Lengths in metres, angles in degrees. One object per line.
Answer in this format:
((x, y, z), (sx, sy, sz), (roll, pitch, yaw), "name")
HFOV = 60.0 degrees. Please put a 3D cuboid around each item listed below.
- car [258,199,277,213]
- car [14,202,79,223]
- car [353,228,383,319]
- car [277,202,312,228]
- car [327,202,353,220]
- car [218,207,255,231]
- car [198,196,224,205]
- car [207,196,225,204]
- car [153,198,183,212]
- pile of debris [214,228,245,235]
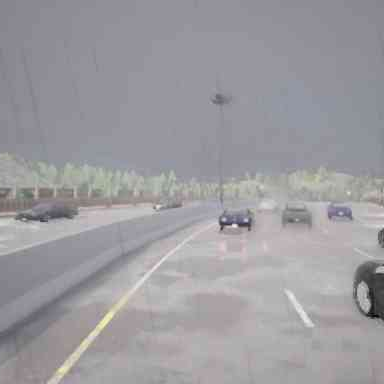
((8.746, 1.540, 37.516), (1.812, 1.442, 4.674), (0, 0, 23), "car")
((-10.649, 1.477, 24.969), (2.033, 1.411, 5.357), (0, 0, 14), "car")
((3.918, 1.521, 4.494), (1.837, 1.490, 4.892), (0, 0, 4), "car")
((7.093, 1.509, 22.714), (2.128, 1.511, 4.902), (0, 0, 15), "car")
((12.776, 1.566, 28.875), (1.812, 1.442, 4.674), (0, 0, 20), "car")
((2.912, 1.598, 20.768), (1.895, 1.301, 4.718), (0, 0, 13), "car")
((2.355, 1.459, 40.977), (1.882, 1.535, 5.008), (0, 0, 24), "car")
((4.719, 1.467, 63.434), (1.837, 1.490, 4.892), (0, 0, 24), "car")
((-2.708, 1.451, 37.893), (2.128, 1.511, 4.902), (0, 0, 22), "car")
((2.105, 2.172, 18.239), (1.500, 0.140, 1.860), (0, 0, 12), "pile of debris")
